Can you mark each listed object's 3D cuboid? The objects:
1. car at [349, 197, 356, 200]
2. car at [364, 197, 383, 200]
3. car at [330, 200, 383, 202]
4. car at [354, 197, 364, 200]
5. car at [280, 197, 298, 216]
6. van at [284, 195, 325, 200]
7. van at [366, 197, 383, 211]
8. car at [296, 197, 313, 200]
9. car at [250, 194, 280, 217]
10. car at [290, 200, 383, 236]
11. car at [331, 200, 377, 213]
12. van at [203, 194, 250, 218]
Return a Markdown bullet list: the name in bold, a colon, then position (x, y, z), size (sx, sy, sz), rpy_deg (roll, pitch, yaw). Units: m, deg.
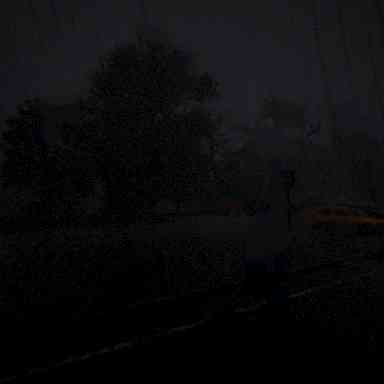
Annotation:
- **car**: position (16.376, 1.701, 40.006), size (2.097, 1.535, 5.008), rpy_deg (1, -1, -35)
- **car**: position (14.857, 1.397, 22.904), size (2.185, 1.767, 4.553), rpy_deg (1, -1, -35)
- **car**: position (10.352, 1.456, 19.661), size (2.231, 1.521, 4.892), rpy_deg (1, 0, -35)
- **car**: position (18.734, 1.748, 41.687), size (2.097, 1.535, 5.008), rpy_deg (1, -1, -35)
- **car**: position (7.563, 1.522, 33.502), size (1.946, 1.575, 5.366), rpy_deg (1, -1, -35)
- **van**: position (11.899, 1.387, 36.964), size (1.878, 1.987, 4.442), rpy_deg (1, -1, -35)
- **van**: position (27.822, 1.702, 48.028), size (1.878, 1.987, 4.442), rpy_deg (1, -1, -35)
- **car**: position (9.712, 1.569, 35.253), size (2.231, 1.521, 4.892), rpy_deg (1, -1, -35)
- **car**: position (5.188, 1.235, 32.070), size (2.435, 2.045, 5.566), rpy_deg (1, 0, -35)
- **car**: position (8.209, 1.431, 17.899), size (1.946, 1.575, 5.366), rpy_deg (1, 0, -35)
- **car**: position (20.990, 1.794, 43.294), size (2.231, 1.521, 4.892), rpy_deg (1, -1, -35)
- **van**: position (2.781, 1.230, 30.464), size (1.878, 1.987, 4.442), rpy_deg (1, 0, -35)
